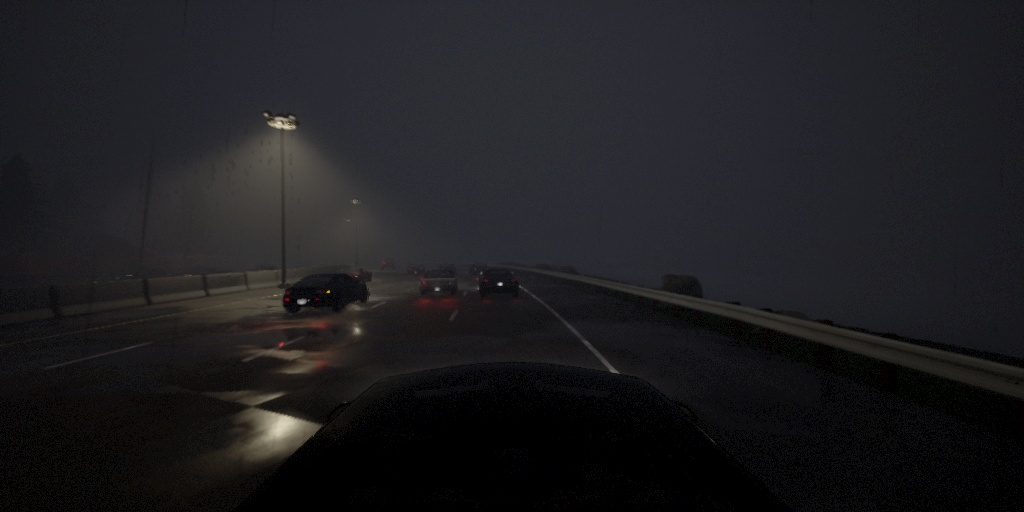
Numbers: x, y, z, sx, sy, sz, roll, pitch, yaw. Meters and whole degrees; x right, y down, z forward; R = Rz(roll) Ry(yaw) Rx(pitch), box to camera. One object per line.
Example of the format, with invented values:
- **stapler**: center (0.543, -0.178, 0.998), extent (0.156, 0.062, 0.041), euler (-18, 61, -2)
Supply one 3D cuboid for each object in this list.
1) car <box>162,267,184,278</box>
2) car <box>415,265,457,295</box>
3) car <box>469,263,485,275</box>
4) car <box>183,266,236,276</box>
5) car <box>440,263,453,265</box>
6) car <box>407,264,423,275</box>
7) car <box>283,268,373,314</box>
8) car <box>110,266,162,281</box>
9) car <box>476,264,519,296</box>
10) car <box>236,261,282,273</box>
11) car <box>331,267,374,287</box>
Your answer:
- **car**: center (-31.914, 1.723, 35.845), extent (1.812, 1.442, 4.674), euler (-1, 0, -12)
- **car**: center (-4.134, 1.430, 20.772), extent (1.895, 1.301, 4.718), euler (-1, 0, -7)
- **car**: center (-3.787, 1.454, 40.458), extent (1.895, 1.301, 4.718), euler (-1, 0, -13)
- **car**: center (-27.849, 1.744, 33.583), extent (1.895, 1.301, 4.718), euler (-1, 0, -12)
- **car**: center (-7.675, 1.504, 41.840), extent (1.895, 1.301, 4.718), euler (-1, 0, -14)
- **car**: center (-11.614, 1.556, 43.317), extent (1.895, 1.301, 4.718), euler (-1, 0, -15)
- **car**: center (-7.341, 1.386, 14.509), extent (1.812, 1.442, 4.674), euler (0, 0, -5)
- **car**: center (-35.062, 1.725, 33.819), extent (2.128, 1.511, 4.902), euler (-1, 0, -12)
- **car**: center (-0.790, 1.350, 19.575), extent (1.994, 1.385, 4.181), euler (-1, 0, -6)
- **car**: center (-24.759, 1.600, 35.795), extent (2.128, 1.511, 4.902), euler (-1, 0, -12)
- **car**: center (-12.052, 1.538, 27.445), extent (1.895, 1.301, 4.718), euler (-1, 0, -10)
